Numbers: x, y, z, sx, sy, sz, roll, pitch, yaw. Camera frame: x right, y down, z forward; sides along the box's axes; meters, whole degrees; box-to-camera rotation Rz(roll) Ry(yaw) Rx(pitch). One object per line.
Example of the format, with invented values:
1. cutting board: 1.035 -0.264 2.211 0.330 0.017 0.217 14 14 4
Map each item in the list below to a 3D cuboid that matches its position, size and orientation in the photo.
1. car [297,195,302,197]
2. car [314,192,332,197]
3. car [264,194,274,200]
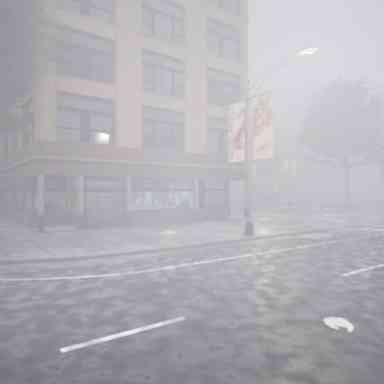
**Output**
1. car: 28.311 1.335 90.832 1.895 1.301 4.718 0 0 -36
2. car: 29.136 1.205 76.900 2.002 1.452 4.674 0 0 -36
3. car: 18.659 1.304 84.383 2.161 1.482 4.786 0 0 -36
